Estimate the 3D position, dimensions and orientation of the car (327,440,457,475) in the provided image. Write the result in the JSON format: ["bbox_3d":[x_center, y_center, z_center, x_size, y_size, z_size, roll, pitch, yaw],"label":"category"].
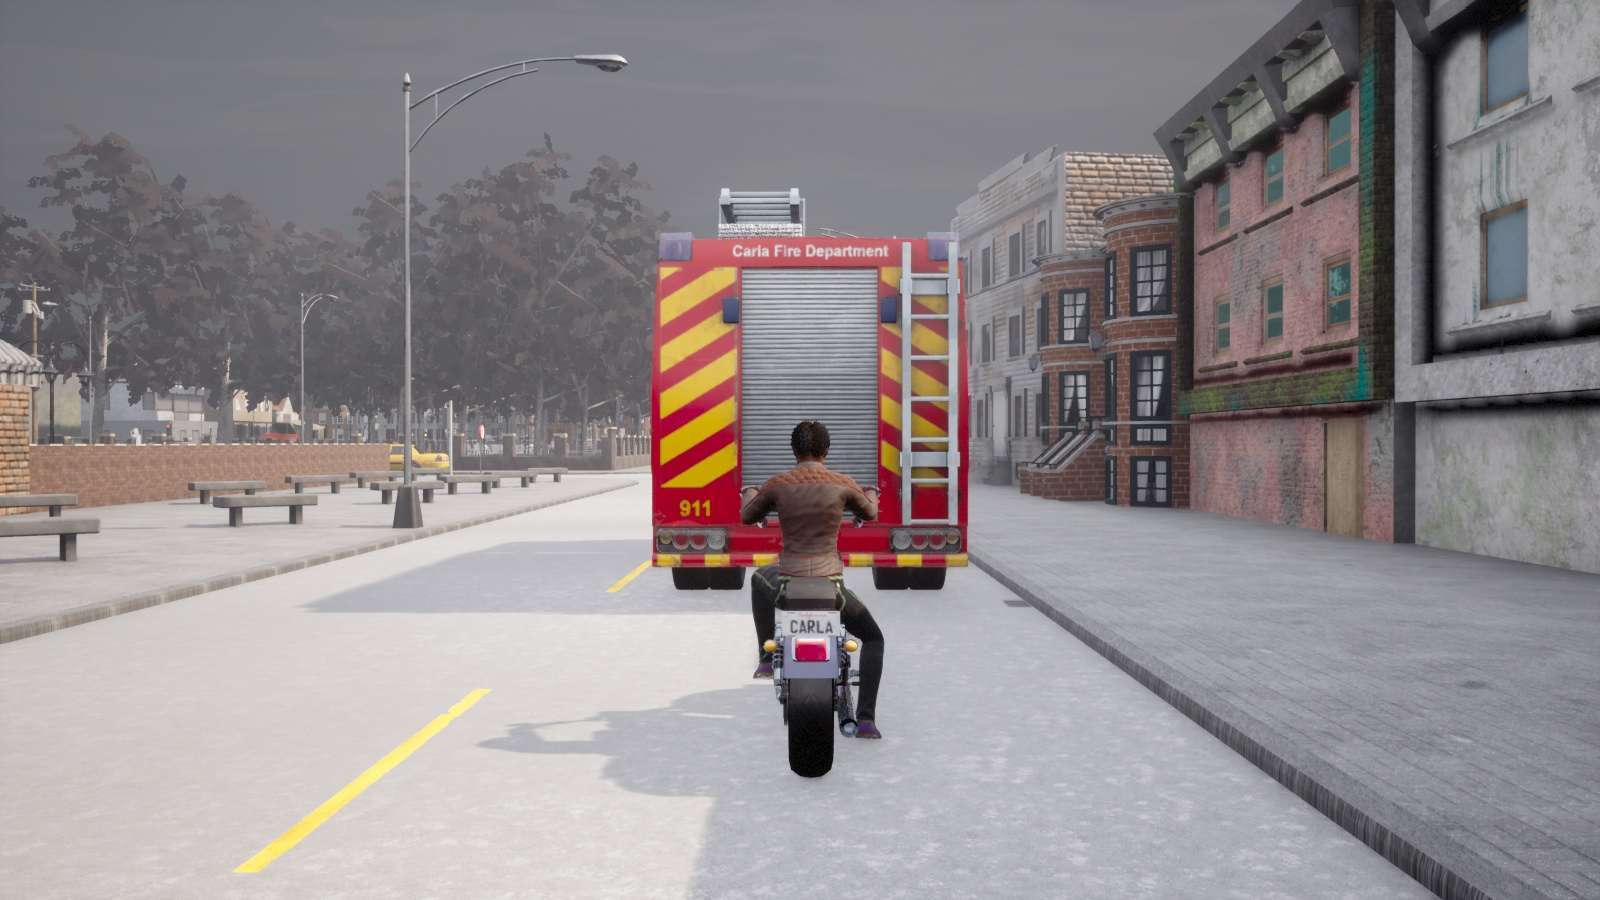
[{"bbox_3d":[-18.580,0.347,57.321,5.366,1.575,1.801,0,0,-2],"label":"car"}]

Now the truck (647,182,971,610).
[{"bbox_3d":[0.104,-0.505,15.458,2.891,3.827,8.468,0,0,0],"label":"truck"}]

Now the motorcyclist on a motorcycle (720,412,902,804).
[{"bbox_3d":[0.052,0.660,6.460,0.766,1.649,2.350,0,0,0],"label":"motorcyclist on a motorcycle"}]
